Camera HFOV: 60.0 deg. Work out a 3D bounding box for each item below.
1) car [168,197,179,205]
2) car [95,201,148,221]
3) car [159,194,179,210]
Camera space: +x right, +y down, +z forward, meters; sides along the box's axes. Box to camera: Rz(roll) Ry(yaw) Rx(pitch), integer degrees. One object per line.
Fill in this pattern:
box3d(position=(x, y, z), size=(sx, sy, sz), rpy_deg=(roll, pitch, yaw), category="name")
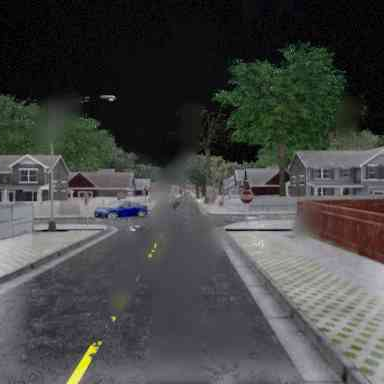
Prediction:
box3d(position=(-3.340, 1.591, 61.117), size=(1.812, 1.442, 4.674), rpy_deg=(0, 0, 0), category="car")
box3d(position=(-6.138, 1.581, 29.229), size=(1.882, 1.535, 5.008), rpy_deg=(2, 2, 42), category="car")
box3d(position=(-3.242, 1.276, 45.321), size=(2.150, 2.045, 5.566), rpy_deg=(0, 0, 0), category="car")
